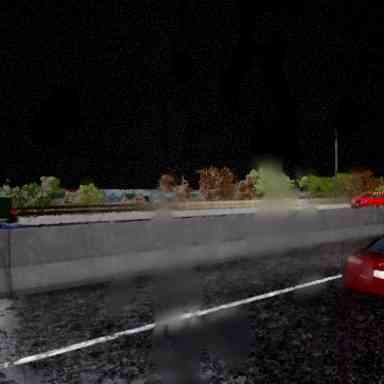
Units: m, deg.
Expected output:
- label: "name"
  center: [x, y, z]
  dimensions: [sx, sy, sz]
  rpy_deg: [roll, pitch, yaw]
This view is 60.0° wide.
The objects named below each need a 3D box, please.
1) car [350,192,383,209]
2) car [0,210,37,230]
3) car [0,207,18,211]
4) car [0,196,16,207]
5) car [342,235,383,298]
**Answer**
- label: "car"
  center: [21.518, 1.089, 40.199]
  dimensions: [5.566, 2.045, 2.150]
  rpy_deg: [-1, 0, -34]
- label: "car"
  center: [-8.017, 1.545, 11.168]
  dimensions: [5.357, 1.411, 2.033]
  rpy_deg: [0, 0, -35]
- label: "car"
  center: [-10.374, 1.546, 13.785]
  dimensions: [5.357, 1.411, 2.033]
  rpy_deg: [0, 0, -35]
- label: "car"
  center: [-11.946, 1.217, 16.961]
  dimensions: [5.566, 2.045, 2.150]
  rpy_deg: [0, 0, -35]
- label: "car"
  center: [5.252, 1.532, 7.450]
  dimensions: [4.181, 1.385, 1.994]
  rpy_deg: [0, 0, -35]
